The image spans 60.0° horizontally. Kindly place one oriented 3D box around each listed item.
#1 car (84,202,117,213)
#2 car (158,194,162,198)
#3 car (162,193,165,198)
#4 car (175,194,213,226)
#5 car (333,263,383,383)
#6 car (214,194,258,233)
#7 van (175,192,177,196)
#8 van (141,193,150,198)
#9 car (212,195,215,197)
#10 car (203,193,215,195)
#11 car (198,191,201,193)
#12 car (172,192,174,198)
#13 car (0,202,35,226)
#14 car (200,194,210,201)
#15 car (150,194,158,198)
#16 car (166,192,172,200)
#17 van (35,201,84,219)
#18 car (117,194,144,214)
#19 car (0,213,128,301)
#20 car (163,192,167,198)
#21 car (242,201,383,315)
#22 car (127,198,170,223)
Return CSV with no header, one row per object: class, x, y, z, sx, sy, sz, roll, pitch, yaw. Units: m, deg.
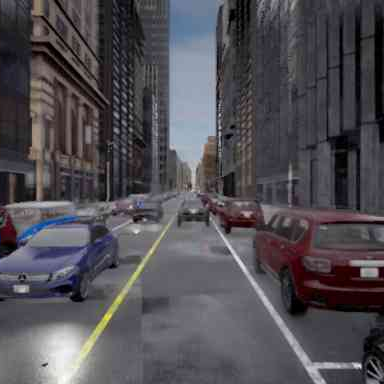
car,-5.856,1.465,18.656,2.008,1.369,4.403,1,0,0
car,-5.862,1.311,46.780,2.008,1.369,4.403,1,0,0
car,-5.864,1.273,52.404,1.887,1.381,4.507,1,0,0
car,0.092,1.244,22.831,2.097,1.767,4.553,0,0,0
car,2.674,1.558,1.782,1.947,1.339,4.313,1,0,0
car,2.673,1.230,18.655,2.192,1.841,5.009,1,0,0
van,-5.872,0.835,91.775,1.690,1.788,3.998,1,0,0
van,-5.857,1.165,35.529,1.690,1.788,3.998,1,0,0
car,2.666,1.368,35.529,1.887,1.381,4.507,1,0,0
car,2.666,1.076,46.777,2.192,1.841,5.009,1,0,0
car,2.663,1.010,58.026,2.192,1.841,5.009,1,0,0
car,-5.867,0.909,74.901,2.192,1.841,5.009,1,0,0
car,-5.850,1.283,7.405,2.192,1.841,5.009,1,0,0
car,2.658,1.179,69.276,2.008,1.369,4.403,1,0,0
car,-5.859,1.107,41.154,2.192,1.841,5.009,1,0,0
car,-5.868,1.173,69.278,1.887,1.381,4.507,1,0,0
van,-5.852,1.283,13.031,1.690,1.788,3.998,1,0,0
car,-5.857,1.295,29.905,1.967,1.590,4.097,1,0,0
car,-3.069,1.489,8.364,1.812,1.442,4.674,0,0,1
car,-5.865,1.221,57.859,1.752,1.417,4.829,1,0,0
car,2.675,1.283,7.406,2.192,1.841,5.009,1,0,0
car,-3.064,1.432,24.425,2.033,1.411,5.357,0,0,0
